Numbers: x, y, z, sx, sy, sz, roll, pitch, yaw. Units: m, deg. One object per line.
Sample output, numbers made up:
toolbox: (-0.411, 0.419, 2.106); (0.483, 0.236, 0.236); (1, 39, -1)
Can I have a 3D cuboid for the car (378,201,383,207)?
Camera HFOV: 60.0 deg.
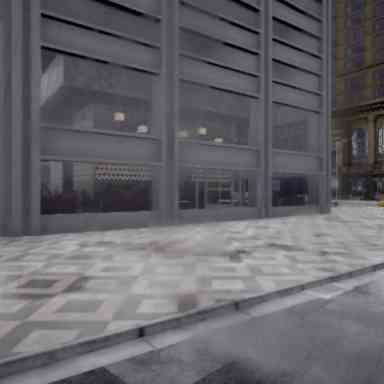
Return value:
car: (21.299, 1.167, 33.232); (1.752, 1.417, 4.829); (1, 0, -35)
